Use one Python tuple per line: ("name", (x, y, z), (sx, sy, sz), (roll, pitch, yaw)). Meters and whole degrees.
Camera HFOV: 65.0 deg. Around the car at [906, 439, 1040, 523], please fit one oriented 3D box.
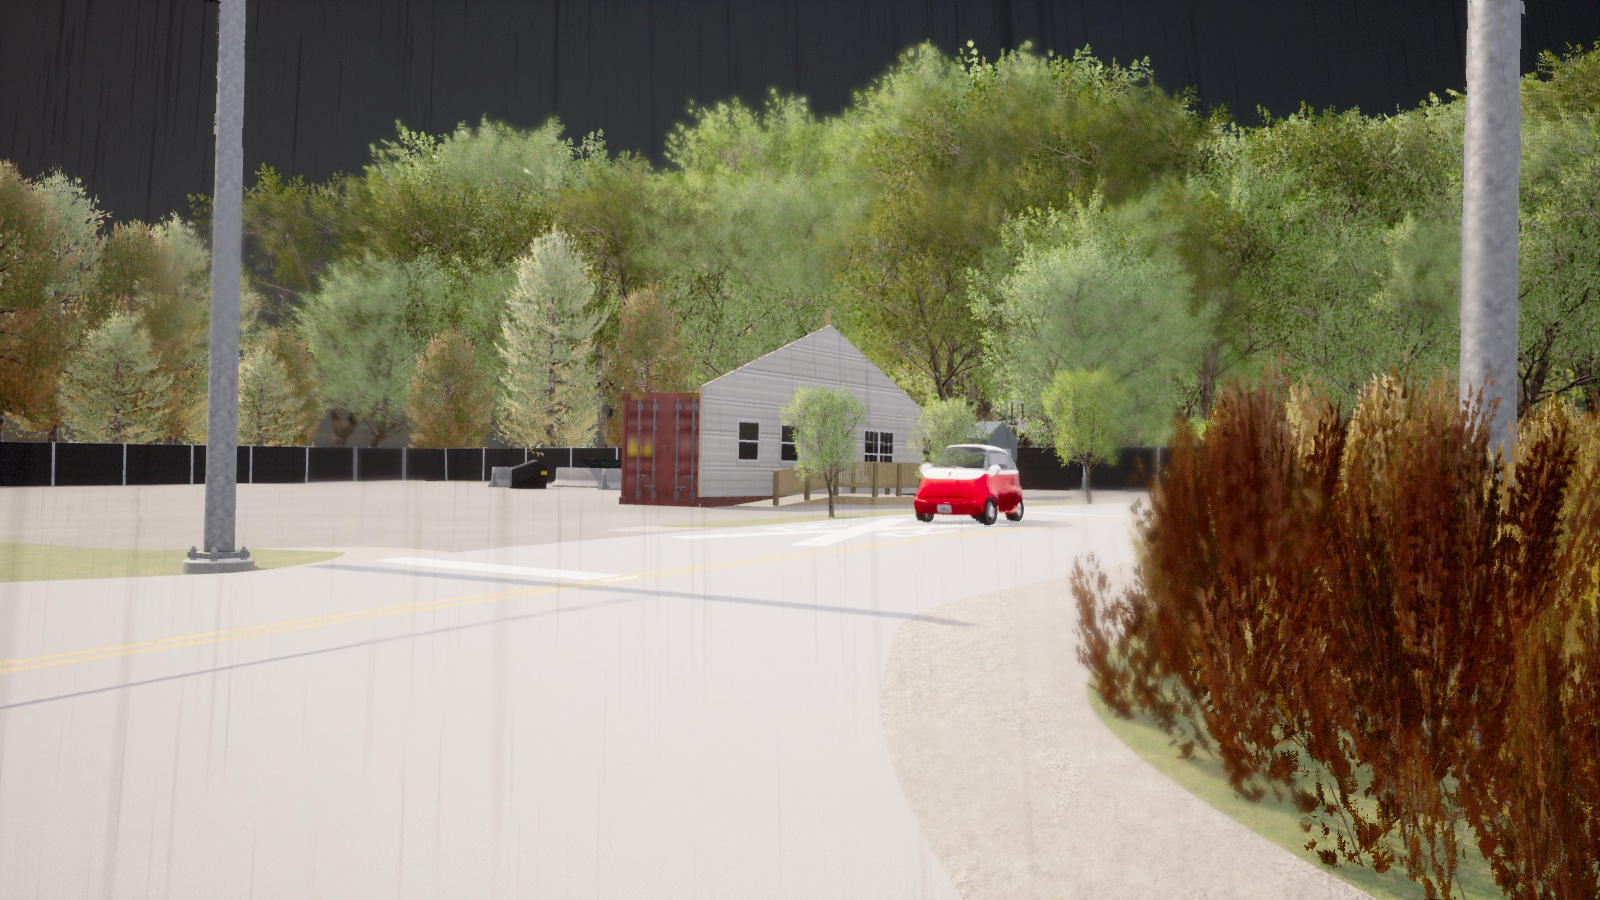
("car", (3.056, 0.527, 22.030), (1.481, 1.376, 2.207), (0, -1, 35))
